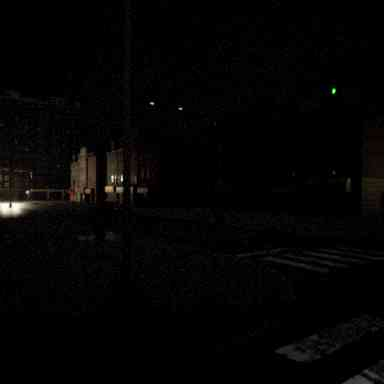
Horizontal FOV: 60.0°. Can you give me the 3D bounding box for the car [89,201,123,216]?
[{"bbox_3d":[-8.521,1.626,33.068,2.033,1.411,5.357,1,0,-35],"label":"car"}]
